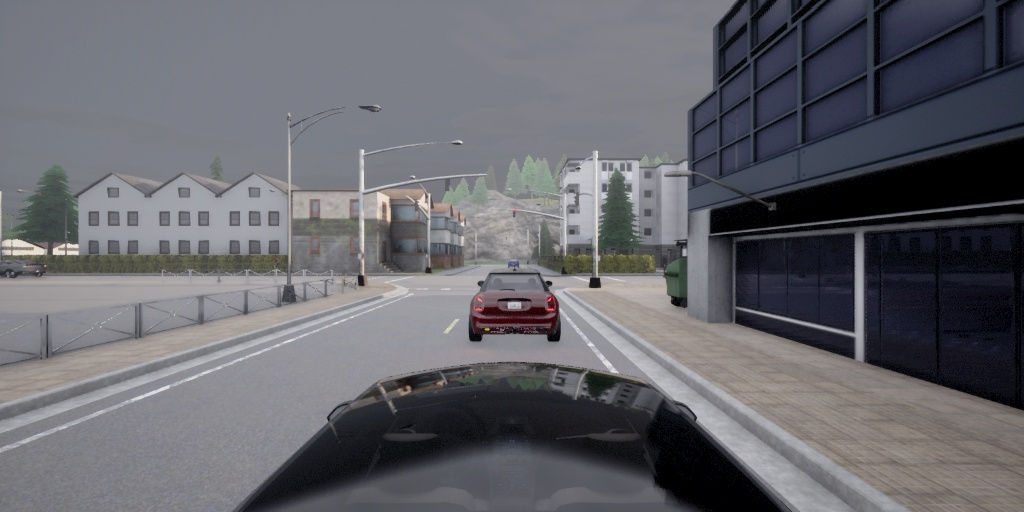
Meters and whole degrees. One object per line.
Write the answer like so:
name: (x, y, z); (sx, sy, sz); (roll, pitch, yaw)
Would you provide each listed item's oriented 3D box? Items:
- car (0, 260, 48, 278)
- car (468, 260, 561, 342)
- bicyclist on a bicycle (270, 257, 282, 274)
car: (-42.115, 1.065, 30.041); (4.902, 1.511, 2.128); (0, 0, 0)
car: (0.081, 1.102, 9.970); (2.097, 1.767, 4.553); (0, 0, 1)
bicyclist on a bicycle: (-22.227, 0.874, 33.802); (0.582, 1.620, 1.656); (0, 0, 0)
